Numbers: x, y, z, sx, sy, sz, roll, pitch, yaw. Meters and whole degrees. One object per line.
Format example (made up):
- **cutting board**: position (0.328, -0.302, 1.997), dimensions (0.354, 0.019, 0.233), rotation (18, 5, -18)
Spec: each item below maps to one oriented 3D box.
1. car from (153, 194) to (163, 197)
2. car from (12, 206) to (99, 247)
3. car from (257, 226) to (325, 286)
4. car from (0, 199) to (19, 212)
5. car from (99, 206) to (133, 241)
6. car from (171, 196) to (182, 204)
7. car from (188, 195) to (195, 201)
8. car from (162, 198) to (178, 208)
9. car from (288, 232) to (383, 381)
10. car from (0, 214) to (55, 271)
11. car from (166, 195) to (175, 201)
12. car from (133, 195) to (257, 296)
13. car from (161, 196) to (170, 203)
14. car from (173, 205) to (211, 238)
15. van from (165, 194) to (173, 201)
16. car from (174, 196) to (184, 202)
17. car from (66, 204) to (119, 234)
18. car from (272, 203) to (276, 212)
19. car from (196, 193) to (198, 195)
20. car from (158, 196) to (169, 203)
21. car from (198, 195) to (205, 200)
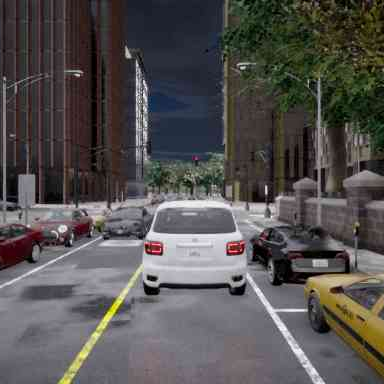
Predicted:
- **car**: position (-5.797, 1.329, 57.543), dimensions (2.192, 1.841, 5.009), rotation (0, 0, 0)
- **car**: position (-5.773, 1.441, 14.679), dimensions (1.967, 1.590, 4.097), rotation (0, 0, 0)
- **car**: position (2.756, 1.566, 9.228), dimensions (1.947, 1.339, 4.313), rotation (0, 0, 0)
- **car**: position (-19.189, 1.203, 31.530), dimensions (5.357, 1.411, 2.033), rotation (1, 0, -5)
- **car**: position (-3.124, 1.507, 16.802), dimensions (1.837, 1.490, 4.892), rotation (0, 0, 0)
- **car**: position (-3.060, 1.583, 66.976), dimensions (1.994, 1.385, 4.181), rotation (0, 0, 1)
- **car**: position (-0.050, 1.534, 88.581), dimensions (1.837, 1.490, 4.892), rotation (0, 0, 0)
- **car**: position (-3.123, 1.574, 48.106), dimensions (1.994, 1.385, 4.181), rotation (0, 0, 0)
- **car**: position (2.759, 1.525, 3.941), dimensions (1.752, 1.417, 4.829), rotation (0, 0, 0)
- **car**: position (-5.770, 1.545, 9.221), dimensions (1.887, 1.381, 4.507), rotation (0, 0, 0)
- **car**: position (-5.815, 1.585, 90.169), dimensions (2.008, 1.369, 4.403), rotation (0, 0, 0)
- **car**: position (0.061, 1.222, 8.819), dimensions (2.150, 2.045, 5.566), rotation (0, 0, 0)
- **car**: position (-5.805, 1.549, 73.686), dimensions (1.752, 1.417, 4.829), rotation (0, 0, 0)
- **car**: position (0.013, 1.527, 18.464), dimensions (1.812, 1.442, 4.674), rotation (0, 0, 1)
- **van**: position (-5.812, 1.372, 84.731), dimensions (1.690, 1.788, 3.998), rotation (0, 0, 0)
- **car**: position (-3.044, 1.559, 77.315), dimensions (2.033, 1.411, 5.357), rotation (0, 0, 0)
- **car**: position (-5.776, 1.527, 19.965), dimensions (1.752, 1.417, 4.829), rotation (0, 0, 0)
- **car**: position (11.244, 1.476, 34.851), dimensions (5.566, 2.045, 2.150), rotation (1, 0, 0)
- **car**: position (-0.045, 1.551, 78.675), dimensions (1.812, 1.442, 4.674), rotation (0, 0, 0)
- **car**: position (-5.802, 1.602, 68.418), dimensions (1.802, 1.307, 4.206), rotation (0, 0, 0)
- **car**: position (2.707, 1.565, 95.781), dimensions (1.752, 1.417, 4.829), rotation (0, 0, 0)
